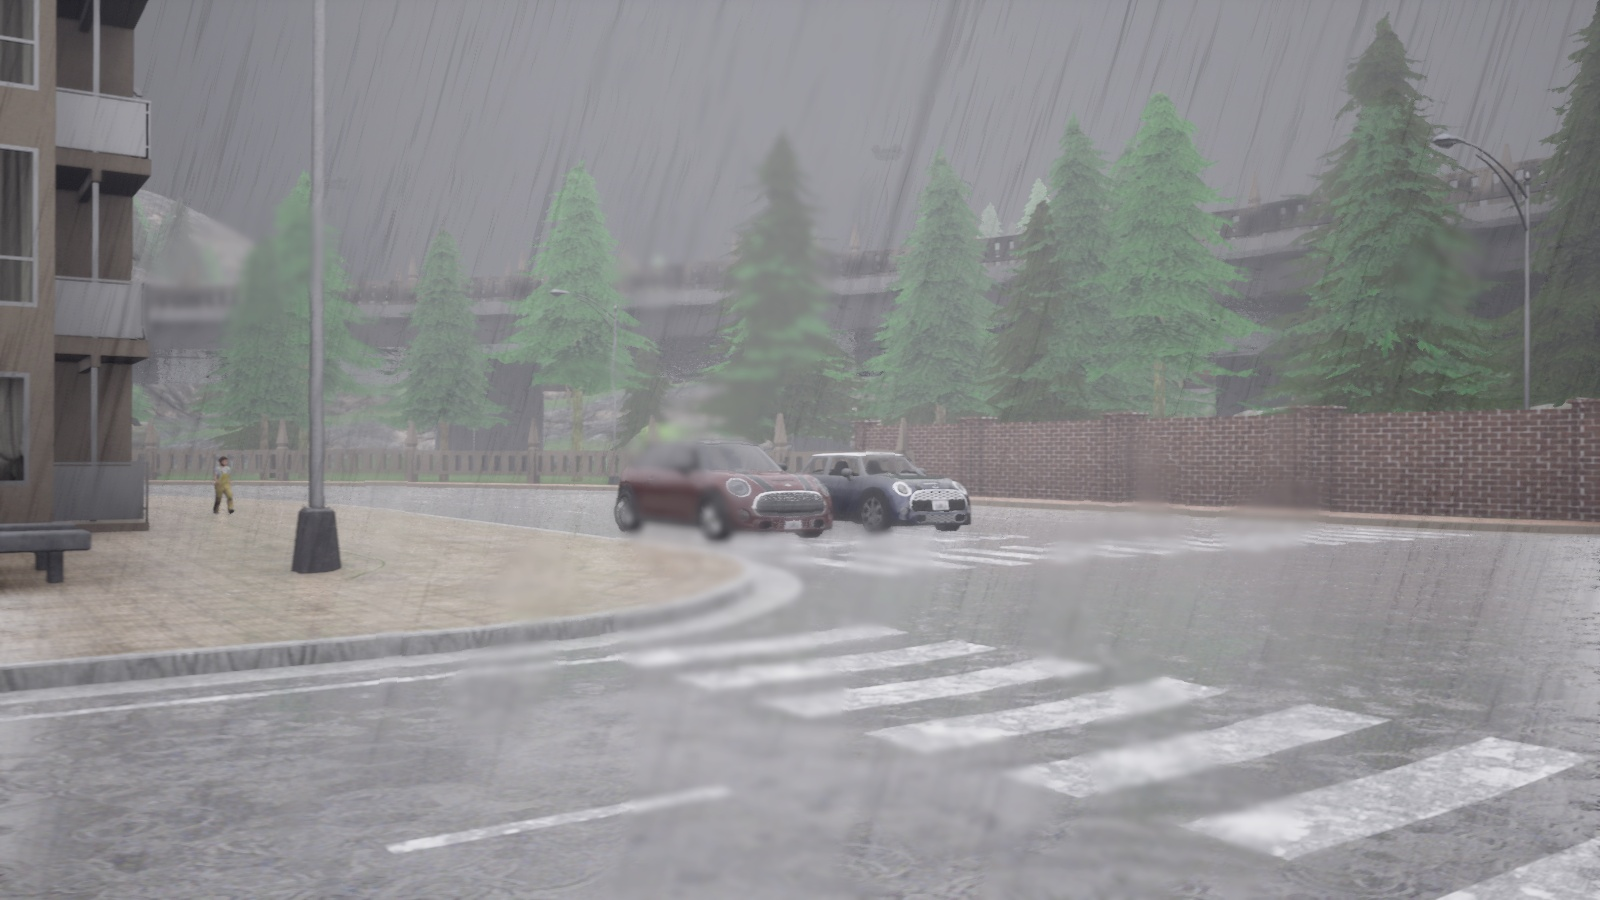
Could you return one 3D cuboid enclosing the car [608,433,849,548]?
[{"bbox_3d":[-1.362,0.624,21.754,2.097,1.767,4.553,0,0,-35],"label":"car"}]

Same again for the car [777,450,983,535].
[{"bbox_3d":[1.438,0.736,23.855,1.970,1.475,3.806,0,0,-35],"label":"car"}]

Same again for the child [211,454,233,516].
[{"bbox_3d":[-12.027,0.721,26.125,0.437,1.263,0.270,0,0,41],"label":"child"}]
